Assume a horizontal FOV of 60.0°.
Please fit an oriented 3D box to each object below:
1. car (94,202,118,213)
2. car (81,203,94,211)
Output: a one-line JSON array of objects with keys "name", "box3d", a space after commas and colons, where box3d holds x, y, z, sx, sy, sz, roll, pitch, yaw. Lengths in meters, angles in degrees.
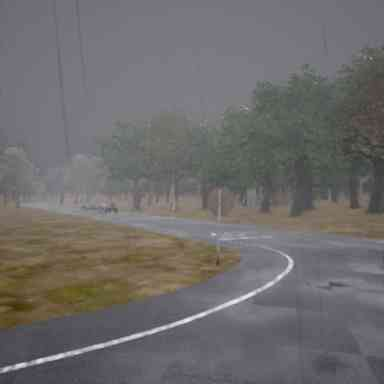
[{"name": "car", "box3d": [-12.358, 2.299, 48.783, 1.837, 1.490, 4.892, 2, -2, -31]}, {"name": "car", "box3d": [-17.808, 2.528, 57.585, 2.033, 1.411, 5.357, 2, -2, -32]}]
